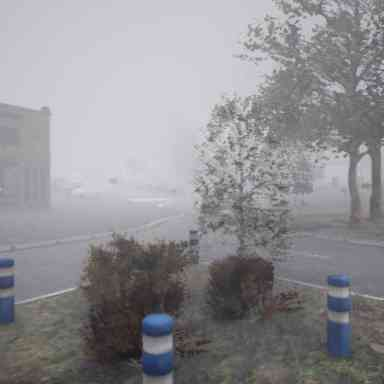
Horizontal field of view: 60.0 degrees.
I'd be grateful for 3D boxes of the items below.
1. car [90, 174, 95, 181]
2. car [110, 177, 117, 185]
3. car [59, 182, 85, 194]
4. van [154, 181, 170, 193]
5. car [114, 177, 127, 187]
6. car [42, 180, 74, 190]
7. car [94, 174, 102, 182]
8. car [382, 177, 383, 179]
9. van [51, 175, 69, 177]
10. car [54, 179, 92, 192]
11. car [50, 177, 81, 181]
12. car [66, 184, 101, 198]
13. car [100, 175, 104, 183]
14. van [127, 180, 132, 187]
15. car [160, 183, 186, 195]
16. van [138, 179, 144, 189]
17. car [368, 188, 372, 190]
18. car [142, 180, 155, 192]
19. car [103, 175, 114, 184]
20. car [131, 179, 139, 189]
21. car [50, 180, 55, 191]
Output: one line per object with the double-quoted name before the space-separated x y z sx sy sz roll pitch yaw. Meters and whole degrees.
"car" -23.849 -3.290 89.478 1.946 1.575 5.366 6 5 33
"car" -16.685 -2.247 79.966 2.163 1.488 4.792 5 4 34
"car" -17.318 -0.282 51.284 2.163 1.488 4.792 5 5 33
"van" -4.566 -0.728 62.890 1.878 1.987 4.442 5 4 35
"car" -14.950 -2.021 77.503 2.231 1.521 4.892 6 5 34
"car" -24.398 -1.301 60.655 2.097 1.535 5.008 5 5 33
"car" -21.948 -3.290 87.240 2.435 2.045 5.566 5 4 34
"car" 47.162 -2.114 81.090 4.553 1.767 2.185 -2 3 14
"van" -26.205 -1.768 62.890 1.878 1.987 4.442 5 6 33
"car" -19.073 -0.684 53.619 2.185 1.767 4.553 5 6 33
"car" -22.603 -1.179 58.320 2.185 1.767 4.553 5 6 33
"car" -15.565 -0.022 48.910 2.002 1.452 4.674 5 5 33
"car" -20.211 -2.784 84.814 2.231 1.521 4.892 5 4 34
"van" -11.427 -1.742 72.690 1.878 1.987 4.442 5 4 35
"car" -2.936 -0.247 60.356 2.097 1.535 5.008 6 4 35
"van" -8.120 -1.229 67.592 1.878 1.987 4.442 6 5 35
"car" 40.518 -1.076 71.372 4.792 1.488 2.163 -2 3 16
"car" -6.355 -1.003 65.213 2.435 2.045 5.566 6 5 35
"car" -18.419 -2.781 82.390 2.435 2.045 5.566 5 4 34
"car" -9.798 -1.385 70.123 2.185 1.767 4.553 6 4 35
"car" -20.879 -0.775 55.932 2.163 1.488 4.792 5 6 33
